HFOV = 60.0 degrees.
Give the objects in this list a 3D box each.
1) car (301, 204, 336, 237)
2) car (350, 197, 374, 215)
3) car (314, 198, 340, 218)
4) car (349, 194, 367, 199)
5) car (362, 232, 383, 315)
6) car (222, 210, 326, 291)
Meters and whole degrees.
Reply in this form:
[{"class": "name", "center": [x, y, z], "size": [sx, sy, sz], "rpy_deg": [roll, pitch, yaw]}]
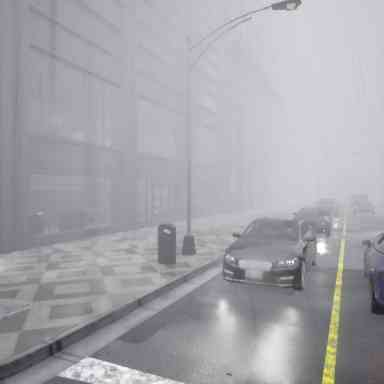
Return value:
[{"class": "car", "center": [6.611, 1.567, 18.316], "size": [1.994, 1.385, 4.181], "rpy_deg": [0, 0, 25]}, {"class": "car", "center": [17.507, 1.558, 34.076], "size": [2.033, 1.411, 5.357], "rpy_deg": [0, 0, 26]}, {"class": "car", "center": [12.350, 1.360, 30.459], "size": [2.097, 1.767, 4.553], "rpy_deg": [0, 0, 25]}, {"class": "car", "center": [21.925, 1.236, 43.570], "size": [2.150, 2.045, 5.566], "rpy_deg": [0, 0, 25]}, {"class": "car", "center": [4.707, 1.527, 6.990], "size": [1.812, 1.442, 4.674], "rpy_deg": [0, 0, 25]}, {"class": "car", "center": [2.358, 1.492, 9.285], "size": [2.128, 1.511, 4.902], "rpy_deg": [0, 0, 25]}]
